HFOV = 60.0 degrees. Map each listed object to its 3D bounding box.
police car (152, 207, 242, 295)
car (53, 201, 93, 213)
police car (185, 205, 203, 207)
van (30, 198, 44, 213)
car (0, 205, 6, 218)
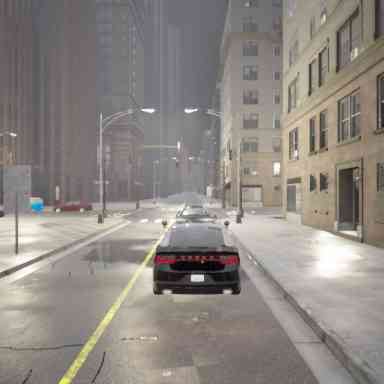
[{"bbox_3d":[0.105,1.426,8.877,1.930,1.638,5.238,0,0,0],"label":"police car"},{"bbox_3d":[-13.965,1.723,39.051,4.507,1.381,1.887,-1,0,0],"label":"car"},{"bbox_3d":[0.117,1.508,18.482,2.038,1.542,4.974,0,0,0],"label":"police car"},{"bbox_3d":[-19.592,1.587,39.073,3.998,1.788,1.690,-1,0,0],"label":"van"},{"bbox_3d":[-19.618,1.521,30.547,5.009,1.841,2.192,-1,0,0],"label":"car"}]
